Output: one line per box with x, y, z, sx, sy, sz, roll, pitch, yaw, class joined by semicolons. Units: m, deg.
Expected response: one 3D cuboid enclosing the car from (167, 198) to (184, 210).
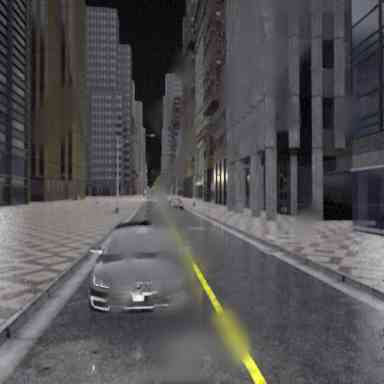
-2.142;1.529;42.460;2.033;1.411;5.357;0;0;-7;car

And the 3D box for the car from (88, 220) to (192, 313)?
-1.176;1.502;7.908;1.837;1.490;4.892;0;0;-7;car
